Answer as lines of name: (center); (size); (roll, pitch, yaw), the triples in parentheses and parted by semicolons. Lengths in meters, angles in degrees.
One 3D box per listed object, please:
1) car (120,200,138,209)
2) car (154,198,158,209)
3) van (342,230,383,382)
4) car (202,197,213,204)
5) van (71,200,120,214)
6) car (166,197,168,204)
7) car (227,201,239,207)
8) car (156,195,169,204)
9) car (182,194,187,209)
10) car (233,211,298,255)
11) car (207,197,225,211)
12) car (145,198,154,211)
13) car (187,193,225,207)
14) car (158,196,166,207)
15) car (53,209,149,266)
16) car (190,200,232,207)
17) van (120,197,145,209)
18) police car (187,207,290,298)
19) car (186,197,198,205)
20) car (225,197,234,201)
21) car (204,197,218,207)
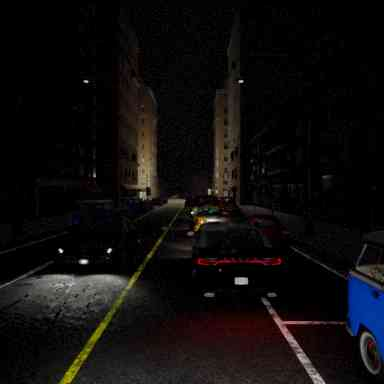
car: (-5.645, 1.551, 24.897); (2.008, 1.369, 4.403); (0, 0, 0)
car: (-5.628, 1.585, 41.401); (1.802, 1.307, 4.206); (0, 0, 0)
van: (2.857, 1.341, 2.883); (1.690, 1.788, 3.998); (0, 0, 0)
car: (2.919, 1.578, 63.398); (1.947, 1.339, 4.313); (0, 0, 0)
van: (-5.651, 1.341, 19.397); (1.690, 1.788, 3.998); (0, 0, 0)
car: (-5.612, 1.592, 57.905); (1.802, 1.307, 4.206); (0, 0, 0)
car: (2.881, 1.582, 24.888); (1.802, 1.307, 4.206); (0, 0, 0)
car: (-5.606, 1.453, 63.407); (1.967, 1.590, 4.097); (0, 0, 0)
car: (0.062, 1.357, 45.504); (2.097, 1.767, 4.553); (0, 0, 0)
car: (2.869, 1.581, 13.886); (1.802, 1.307, 4.206); (0, 0, 0)
car: (2.897, 1.443, 41.392); (1.967, 1.590, 4.097); (0, 0, 0)
car: (-5.634, 1.568, 35.900); (1.947, 1.339, 4.313); (0, 0, 0)
car: (0.924, 1.224, 24.594); (2.150, 2.045, 5.566); (0, 0, 0)
car: (-5.617, 1.573, 52.404); (1.947, 1.339, 4.313); (0, 0, 0)
car: (-2.989, 1.547, 11.837); (2.033, 1.411, 5.357); (0, 0, 0)
car: (0.918, 1.455, 18.753); (1.801, 1.575, 5.366); (0, 0, 0)
van: (-5.640, 1.342, 30.398); (1.690, 1.788, 3.998); (0, 0, 0)
police car: (0.908, 1.425, 8.673); (1.930, 1.638, 5.238); (0, 0, 0)
car: (0.059, 1.574, 58.905); (1.994, 1.385, 4.181); (0, 0, 0)
car: (2.885, 1.316, 30.389); (2.192, 1.841, 5.009); (0, 0, 0)
car: (2.908, 1.558, 52.395); (2.008, 1.369, 4.403); (0, 0, 0)
